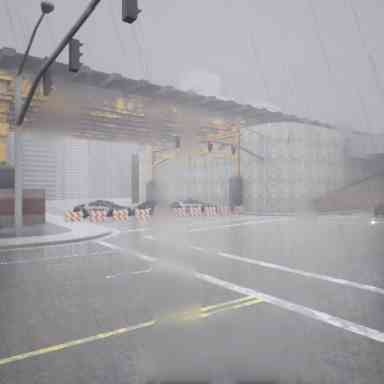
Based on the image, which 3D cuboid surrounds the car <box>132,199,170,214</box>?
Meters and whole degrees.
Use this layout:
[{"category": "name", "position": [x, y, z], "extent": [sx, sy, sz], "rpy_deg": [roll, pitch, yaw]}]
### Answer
[{"category": "car", "position": [-3.784, 1.295, 31.535], "extent": [1.853, 1.218, 4.536], "rpy_deg": [0, 0, 18]}]

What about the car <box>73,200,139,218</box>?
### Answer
[{"category": "car", "position": [-7.544, 1.453, 28.798], "extent": [4.974, 1.542, 2.038], "rpy_deg": [0, 0, 8]}]

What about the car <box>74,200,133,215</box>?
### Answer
[{"category": "car", "position": [-7.595, 1.295, 28.805], "extent": [4.536, 1.218, 1.853], "rpy_deg": [0, 0, 8]}]

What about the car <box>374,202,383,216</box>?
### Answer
[{"category": "car", "position": [19.020, 1.478, 31.348], "extent": [5.008, 1.535, 1.882], "rpy_deg": [0, 0, -37]}]

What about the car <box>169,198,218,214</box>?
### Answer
[{"category": "car", "position": [0.108, 1.453, 35.247], "extent": [4.974, 1.542, 2.038], "rpy_deg": [0, 0, -7]}]

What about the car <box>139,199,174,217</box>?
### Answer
[{"category": "car", "position": [-3.800, 1.453, 31.485], "extent": [2.038, 1.542, 4.974], "rpy_deg": [0, 0, 18]}]

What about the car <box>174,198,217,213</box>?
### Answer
[{"category": "car", "position": [0.056, 1.295, 35.241], "extent": [4.536, 1.218, 1.853], "rpy_deg": [0, 0, -7]}]
